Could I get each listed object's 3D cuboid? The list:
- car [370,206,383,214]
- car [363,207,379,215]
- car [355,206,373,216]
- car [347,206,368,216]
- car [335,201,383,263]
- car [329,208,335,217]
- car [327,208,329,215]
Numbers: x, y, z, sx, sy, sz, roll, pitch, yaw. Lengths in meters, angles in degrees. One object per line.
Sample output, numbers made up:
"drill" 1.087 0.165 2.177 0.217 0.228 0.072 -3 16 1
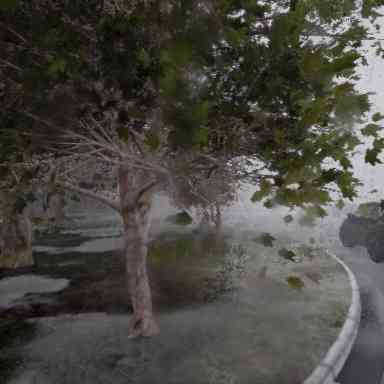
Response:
"car" 37.731 3.594 67.450 2.128 1.511 4.902 0 -3 36
"car" 32.623 3.409 60.503 1.994 1.385 4.181 0 -3 36
"car" 28.106 3.092 54.362 1.994 1.385 4.181 0 -3 36
"car" 25.079 2.858 50.244 2.033 1.411 5.357 0 -3 36
"car" 7.478 1.400 12.746 2.150 2.045 5.566 1 -1 9
"car" 19.058 2.073 41.402 2.150 2.045 5.566 0 -3 33
"car" 22.604 2.816 52.319 1.882 1.535 5.008 0 -3 37
